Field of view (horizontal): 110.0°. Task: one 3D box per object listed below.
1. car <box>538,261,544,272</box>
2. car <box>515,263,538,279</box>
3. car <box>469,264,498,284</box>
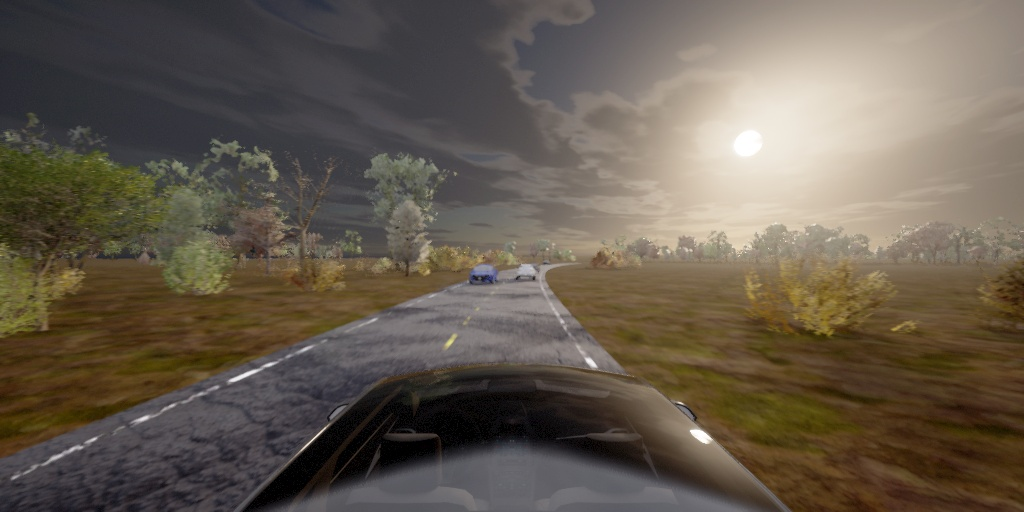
[{"bbox_3d":[3.294,1.692,54.625,2.033,1.411,5.357,0,0,7],"label":"car"},{"bbox_3d":[1.413,1.524,35.650,1.812,1.442,4.674,0,0,4],"label":"car"},{"bbox_3d":[-2.237,1.416,29.185,1.882,1.535,5.008,0,0,4],"label":"car"}]
